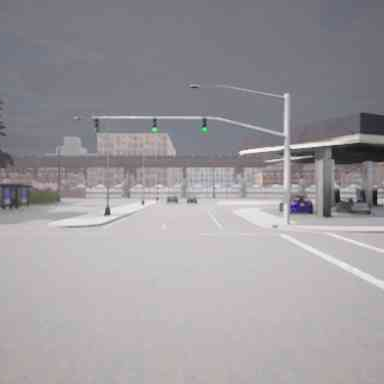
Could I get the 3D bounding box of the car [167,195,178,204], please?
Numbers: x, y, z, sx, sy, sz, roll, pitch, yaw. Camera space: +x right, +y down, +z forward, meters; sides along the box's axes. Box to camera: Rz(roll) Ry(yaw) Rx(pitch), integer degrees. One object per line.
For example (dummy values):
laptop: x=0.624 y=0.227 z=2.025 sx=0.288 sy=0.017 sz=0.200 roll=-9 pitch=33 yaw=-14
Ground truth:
car: x=-3.405 y=1.217 z=58.331 sx=2.128 sy=1.511 sz=4.902 roll=0 pitch=0 yaw=0

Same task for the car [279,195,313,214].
car: x=9.707 y=1.147 z=31.361 sx=2.242 sy=1.667 sz=4.611 roll=0 pitch=0 yaw=0

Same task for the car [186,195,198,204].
car: x=-0.006 y=1.283 z=56.036 sx=2.033 sy=1.411 sz=5.357 roll=0 pitch=0 yaw=0

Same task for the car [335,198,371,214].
car: x=15.452 y=1.304 z=32.125 sx=1.970 sy=1.475 sz=3.806 roll=0 pitch=0 yaw=0
